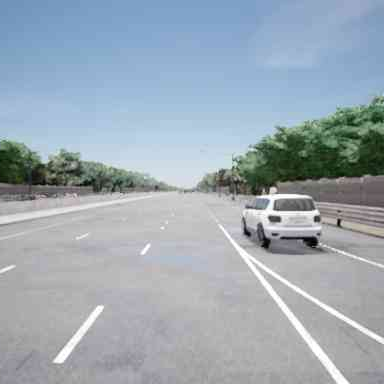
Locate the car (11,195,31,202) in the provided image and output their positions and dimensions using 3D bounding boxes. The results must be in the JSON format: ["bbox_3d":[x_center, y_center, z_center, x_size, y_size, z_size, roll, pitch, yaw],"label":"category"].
[{"bbox_3d":[-24.579,1.189,46.844,1.837,1.490,4.892,0,0,0],"label":"car"}]

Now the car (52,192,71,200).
[{"bbox_3d":[-24.561,0.789,62.694,1.994,1.385,4.181,0,0,0],"label":"car"}]

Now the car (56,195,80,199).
[{"bbox_3d":[-17.578,1.149,48.624,1.882,1.535,5.008,0,0,0],"label":"car"}]

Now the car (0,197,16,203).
[{"bbox_3d":[-17.578,1.369,28.752,1.994,1.385,4.181,0,0,0],"label":"car"}]

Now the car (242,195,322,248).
[{"bbox_3d":[3.677,1.137,14.541,2.150,2.045,5.566,0,0,-2],"label":"car"}]
